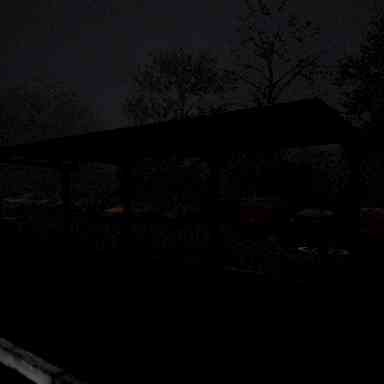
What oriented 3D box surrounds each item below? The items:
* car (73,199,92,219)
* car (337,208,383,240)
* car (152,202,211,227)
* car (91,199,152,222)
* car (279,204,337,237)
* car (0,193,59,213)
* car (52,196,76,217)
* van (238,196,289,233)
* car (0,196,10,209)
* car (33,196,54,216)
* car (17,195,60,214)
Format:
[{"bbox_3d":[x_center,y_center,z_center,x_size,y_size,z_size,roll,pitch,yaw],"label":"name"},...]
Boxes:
[{"bbox_3d":[-6.922,1.432,27.591,2.163,1.488,4.792,0,0,35],"label":"car"},{"bbox_3d":[8.920,1.500,16.342,2.097,1.535,5.008,0,0,35],"label":"car"},{"bbox_3d":[-0.158,1.473,22.734,2.163,1.488,4.792,0,0,35],"label":"car"},{"bbox_3d":[-4.781,1.413,25.813,1.946,1.575,5.366,0,0,35],"label":"car"},{"bbox_3d":[6.653,1.526,17.948,2.002,1.452,4.674,0,0,35],"label":"car"},{"bbox_3d":[-16.018,1.095,33.955,2.435,2.045,5.566,0,0,35],"label":"car"},{"bbox_3d":[-9.201,1.389,29.175,2.231,1.521,4.892,0,0,35],"label":"car"},{"bbox_3d":[4.458,1.246,19.647,1.878,1.987,4.442,0,0,35],"label":"van"},{"bbox_3d":[-25.083,1.308,40.366,2.163,1.488,4.792,1,0,35],"label":"car"},{"bbox_3d":[-11.467,1.374,30.777,2.097,1.535,5.008,0,0,35],"label":"car"},{"bbox_3d":[-13.734,1.360,32.380,2.097,1.535,5.008,0,0,35],"label":"car"}]
